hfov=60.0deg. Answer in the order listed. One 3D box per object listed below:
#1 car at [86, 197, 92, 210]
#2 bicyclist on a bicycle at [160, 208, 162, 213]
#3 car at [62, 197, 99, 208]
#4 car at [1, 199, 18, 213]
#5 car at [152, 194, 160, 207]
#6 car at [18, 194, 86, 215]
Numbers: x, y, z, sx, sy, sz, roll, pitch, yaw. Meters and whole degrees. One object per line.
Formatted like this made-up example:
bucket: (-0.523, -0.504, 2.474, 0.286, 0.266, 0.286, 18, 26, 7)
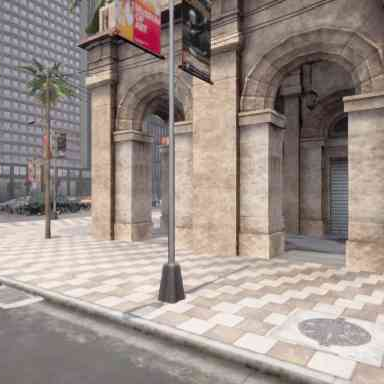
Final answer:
car: (-12.285, 1.601, 42.571, 1.895, 1.301, 4.718, 0, 0, 35)
bicyclist on a bicycle: (-2.370, 1.300, 31.537, 1.656, 1.620, 0.582, 0, 0, 36)
car: (-16.192, 1.513, 48.434, 2.161, 1.482, 4.786, 0, 0, 35)
car: (-17.418, 1.564, 35.396, 1.994, 1.385, 4.181, 0, 0, 36)
car: (-6.846, 1.505, 50.151, 1.837, 1.490, 4.892, 0, 0, 36)
car: (-14.040, 1.221, 33.739, 2.150, 2.045, 5.566, 0, 0, 36)
